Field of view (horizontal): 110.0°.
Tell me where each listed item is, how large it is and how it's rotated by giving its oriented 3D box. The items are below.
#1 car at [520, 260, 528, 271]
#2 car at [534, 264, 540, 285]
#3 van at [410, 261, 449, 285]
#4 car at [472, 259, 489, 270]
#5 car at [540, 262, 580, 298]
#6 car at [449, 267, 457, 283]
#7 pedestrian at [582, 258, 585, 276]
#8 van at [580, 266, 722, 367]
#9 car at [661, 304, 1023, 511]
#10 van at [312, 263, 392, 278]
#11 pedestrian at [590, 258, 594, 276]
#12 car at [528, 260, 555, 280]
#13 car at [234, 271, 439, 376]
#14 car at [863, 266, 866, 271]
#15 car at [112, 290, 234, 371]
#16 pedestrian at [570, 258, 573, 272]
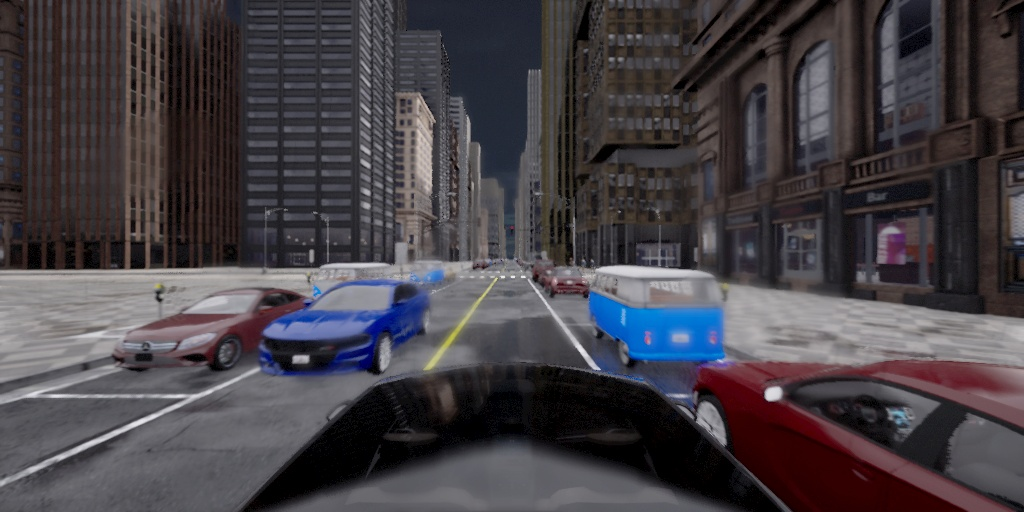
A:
[{"bbox_3d":[2.765,1.622,57.401,2.007,1.370,4.403,0,0,0],"label":"car"},{"bbox_3d":[2.763,1.462,24.751,1.802,1.307,4.207,0,0,0],"label":"car"},{"bbox_3d":[-5.762,1.221,24.741,1.690,1.789,3.998,0,0,0],"label":"van"},{"bbox_3d":[-5.760,1.420,63.033,2.192,1.841,5.009,0,0,0],"label":"car"},{"bbox_3d":[2.763,1.288,19.074,1.967,1.591,4.097,0,0,0],"label":"car"},{"bbox_3d":[-5.761,1.438,30.249,1.751,1.417,4.829,0,0,0],"label":"car"},{"bbox_3d":[7.137,1.085,36.080,0.375,1.860,0.375,0,0,0],"label":"pedestrian"},{"bbox_3d":[2.763,1.124,7.719,1.690,1.789,3.998,0,0,0],"label":"van"},{"bbox_3d":[2.762,1.297,2.041,1.888,1.381,4.507,0,0,0],"label":"car"},{"bbox_3d":[-5.762,1.156,13.387,1.690,1.789,3.998,0,0,0],"label":"van"},{"bbox_3d":[8.137,1.085,36.680,0.375,1.860,0.375,0,0,0],"label":"pedestrian"},{"bbox_3d":[2.764,1.228,30.428,2.192,1.841,5.009,0,0,0],"label":"car"},{"bbox_3d":[-3.100,1.261,7.764,1.882,1.535,5.008,0,0,0],"label":"car"},{"bbox_3d":[39.485,1.445,42.595,5.357,1.411,2.033,0,0,0],"label":"car"},{"bbox_3d":[-5.762,1.365,7.709,1.802,1.307,4.207,0,0,0],"label":"car"},{"bbox_3d":[6.137,1.096,37.280,0.375,1.860,0.375,0,0,0],"label":"pedestrian"}]
